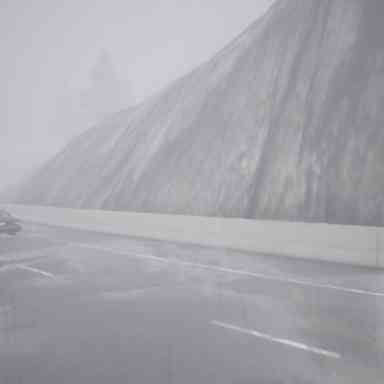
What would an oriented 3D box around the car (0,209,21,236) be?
[{"bbox_3d":[-10.874,1.580,17.584,5.357,1.411,2.033,0,0,43],"label":"car"}]
